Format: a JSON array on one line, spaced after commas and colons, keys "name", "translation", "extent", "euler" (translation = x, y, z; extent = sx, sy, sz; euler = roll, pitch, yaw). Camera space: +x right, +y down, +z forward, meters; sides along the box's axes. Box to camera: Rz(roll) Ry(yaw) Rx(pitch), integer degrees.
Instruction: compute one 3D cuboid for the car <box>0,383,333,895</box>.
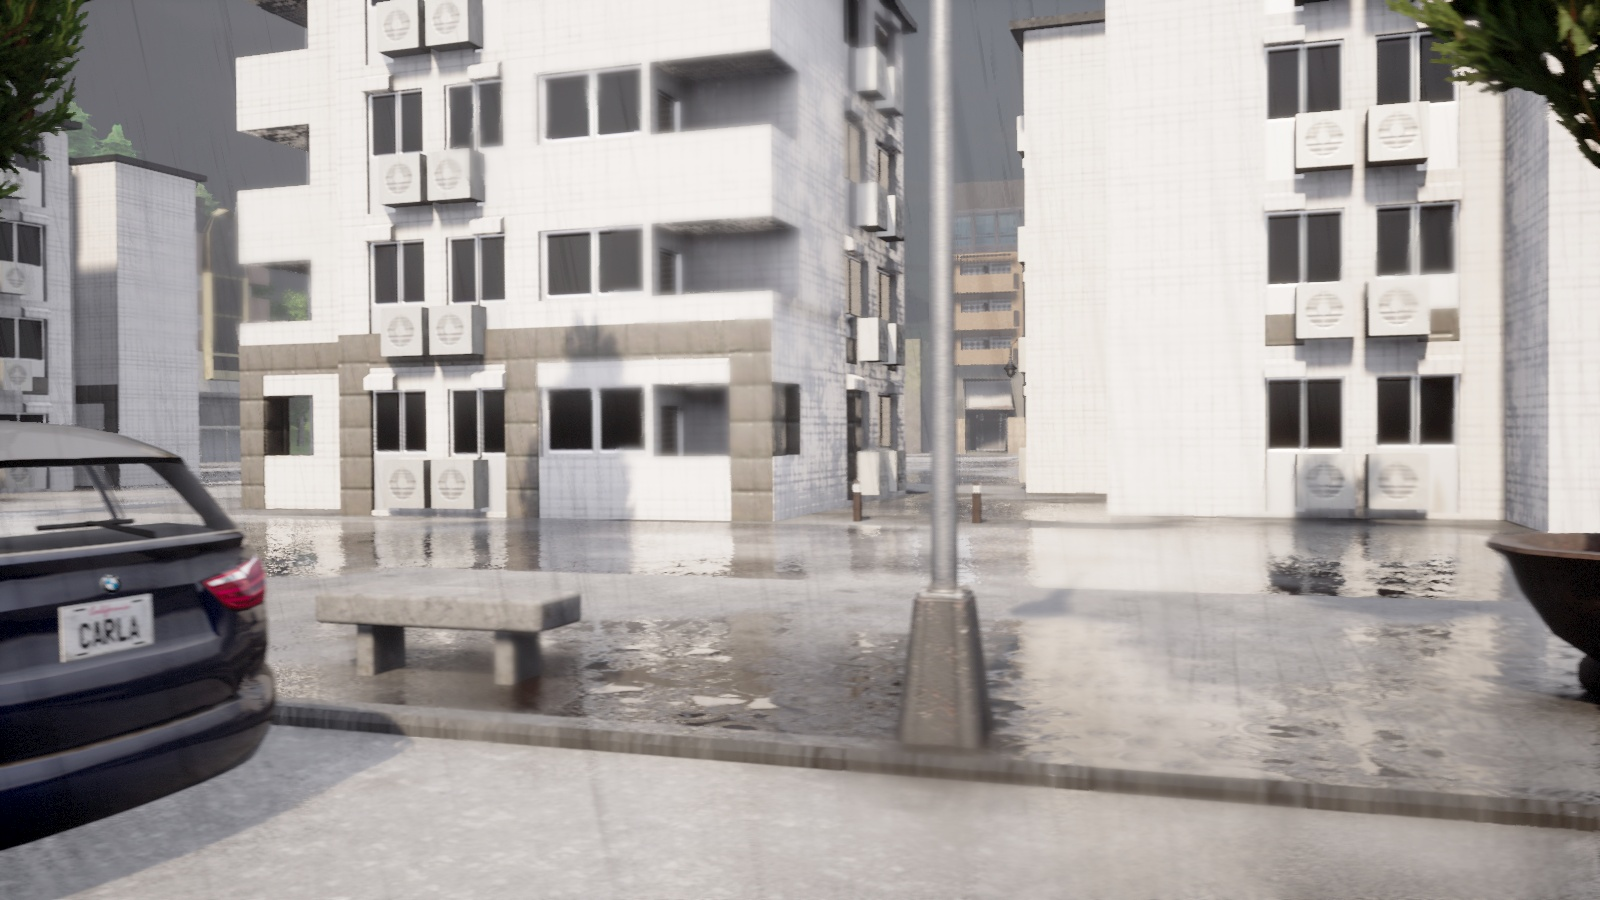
[{"name": "car", "translation": [-4.635, 0.600, 5.282], "extent": [4.611, 1.667, 2.242], "euler": [0, 1, 19]}]
